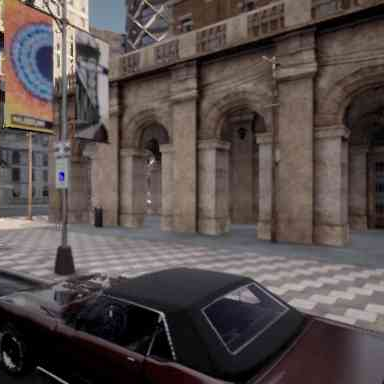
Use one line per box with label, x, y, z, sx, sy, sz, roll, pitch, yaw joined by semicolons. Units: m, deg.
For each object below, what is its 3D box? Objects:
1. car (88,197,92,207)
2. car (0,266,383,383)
car;-15.317;1.509;52.963;2.128;1.511;4.902;0;0;36
car;-0.424;1.596;3.863;4.718;1.301;1.895;0;0;35
